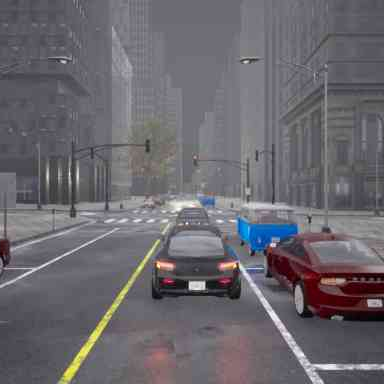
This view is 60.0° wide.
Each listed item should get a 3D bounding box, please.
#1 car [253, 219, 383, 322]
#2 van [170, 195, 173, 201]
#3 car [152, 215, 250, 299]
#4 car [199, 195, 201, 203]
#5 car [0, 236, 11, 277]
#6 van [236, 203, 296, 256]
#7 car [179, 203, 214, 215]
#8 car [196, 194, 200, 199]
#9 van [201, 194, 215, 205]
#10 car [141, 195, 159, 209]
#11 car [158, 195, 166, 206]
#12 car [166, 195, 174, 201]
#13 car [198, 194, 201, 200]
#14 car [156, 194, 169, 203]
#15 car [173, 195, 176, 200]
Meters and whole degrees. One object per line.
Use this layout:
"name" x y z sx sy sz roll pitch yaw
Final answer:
"car" 2.755 1.546 7.254 1.887 1.381 4.507 0 0 0
"van" -6.010 1.399 77.074 1.690 1.788 3.998 0 0 0
"car" 0.081 1.527 8.306 1.812 1.442 4.674 0 0 0
"car" 2.582 1.597 56.177 1.947 1.339 4.313 0 0 0
"car" -5.800 1.546 7.245 1.887 1.381 4.507 0 0 0
"van" 2.739 1.343 12.780 1.690 1.788 3.998 0 0 0
"car" 0.043 1.551 17.895 2.033 1.411 5.357 0 0 0
"car" 2.530 1.602 72.417 2.008 1.369 4.403 0 0 0
"van" 2.601 1.367 50.764 1.690 1.788 3.998 0 0 0
"car" -5.913 1.547 45.168 1.752 1.417 4.829 0 0 0
"car" -5.942 1.576 55.918 1.887 1.381 4.507 0 0 0
"car" -6.062 1.607 92.771 1.752 1.417 4.829 0 0 0
"car" 2.565 1.582 61.590 1.887 1.381 4.507 0 0 0
"car" -5.958 1.352 61.208 2.192 1.841 5.009 0 0 0
"car" -6.045 1.639 87.651 1.947 1.339 4.313 0 0 0
